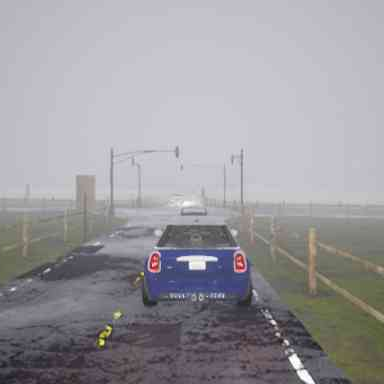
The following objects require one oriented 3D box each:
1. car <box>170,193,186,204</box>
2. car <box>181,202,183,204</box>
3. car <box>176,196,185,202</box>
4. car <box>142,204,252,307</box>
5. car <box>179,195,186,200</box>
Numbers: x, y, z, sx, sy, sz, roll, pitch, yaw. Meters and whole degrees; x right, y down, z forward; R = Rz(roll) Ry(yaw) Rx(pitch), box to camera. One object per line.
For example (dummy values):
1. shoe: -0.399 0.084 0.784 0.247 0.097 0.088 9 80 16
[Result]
1. car: -2.800 1.240 61.896 2.150 2.045 5.566 0 0 0
2. car: 0.098 1.508 17.331 1.837 1.490 4.892 0 0 0
3. car: -2.676 1.622 77.333 1.895 1.301 4.718 0 0 0
4. car: 0.098 1.353 8.165 2.097 1.767 4.553 0 0 0
5. car: -2.619 1.545 92.562 1.812 1.442 4.674 0 0 0
